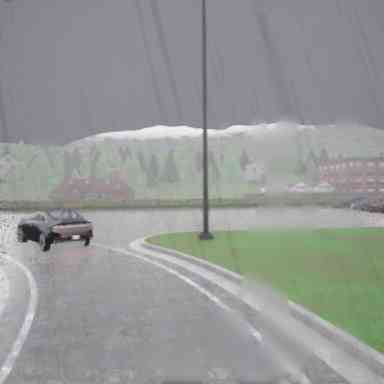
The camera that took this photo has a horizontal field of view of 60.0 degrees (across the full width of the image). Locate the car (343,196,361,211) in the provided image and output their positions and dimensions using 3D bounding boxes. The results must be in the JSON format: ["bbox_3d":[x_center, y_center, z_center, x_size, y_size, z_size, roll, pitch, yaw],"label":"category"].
[{"bbox_3d":[18.102,1.200,32.857,4.902,1.511,2.128,-1,0,-6],"label":"car"}]

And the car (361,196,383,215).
[{"bbox_3d":[18.060,1.198,29.333,5.008,1.535,1.882,-1,0,-6],"label":"car"}]

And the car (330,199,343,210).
[{"bbox_3d":[17.612,1.207,36.324,4.892,1.490,1.837,0,0,-6],"label":"car"}]

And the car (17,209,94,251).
[{"bbox_3d":[-5.952,1.497,14.241,2.128,1.511,4.902,-1,0,-42],"label":"car"}]
